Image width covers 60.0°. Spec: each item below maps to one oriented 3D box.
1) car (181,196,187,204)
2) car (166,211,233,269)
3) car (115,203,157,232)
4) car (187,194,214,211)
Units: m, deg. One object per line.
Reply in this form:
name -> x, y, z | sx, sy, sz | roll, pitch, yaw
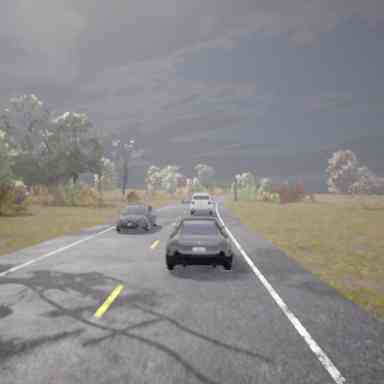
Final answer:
car -> -0.821, 1.425, 60.463 | 2.128, 1.511, 4.902 | 0, 0, 6
car -> 0.233, 1.553, 11.194 | 1.994, 1.385, 4.181 | 0, 0, 1
car -> -3.251, 1.489, 20.117 | 1.837, 1.490, 4.892 | 0, 0, 2
car -> 1.020, 1.190, 34.274 | 2.150, 2.045, 5.566 | 0, 0, 3
